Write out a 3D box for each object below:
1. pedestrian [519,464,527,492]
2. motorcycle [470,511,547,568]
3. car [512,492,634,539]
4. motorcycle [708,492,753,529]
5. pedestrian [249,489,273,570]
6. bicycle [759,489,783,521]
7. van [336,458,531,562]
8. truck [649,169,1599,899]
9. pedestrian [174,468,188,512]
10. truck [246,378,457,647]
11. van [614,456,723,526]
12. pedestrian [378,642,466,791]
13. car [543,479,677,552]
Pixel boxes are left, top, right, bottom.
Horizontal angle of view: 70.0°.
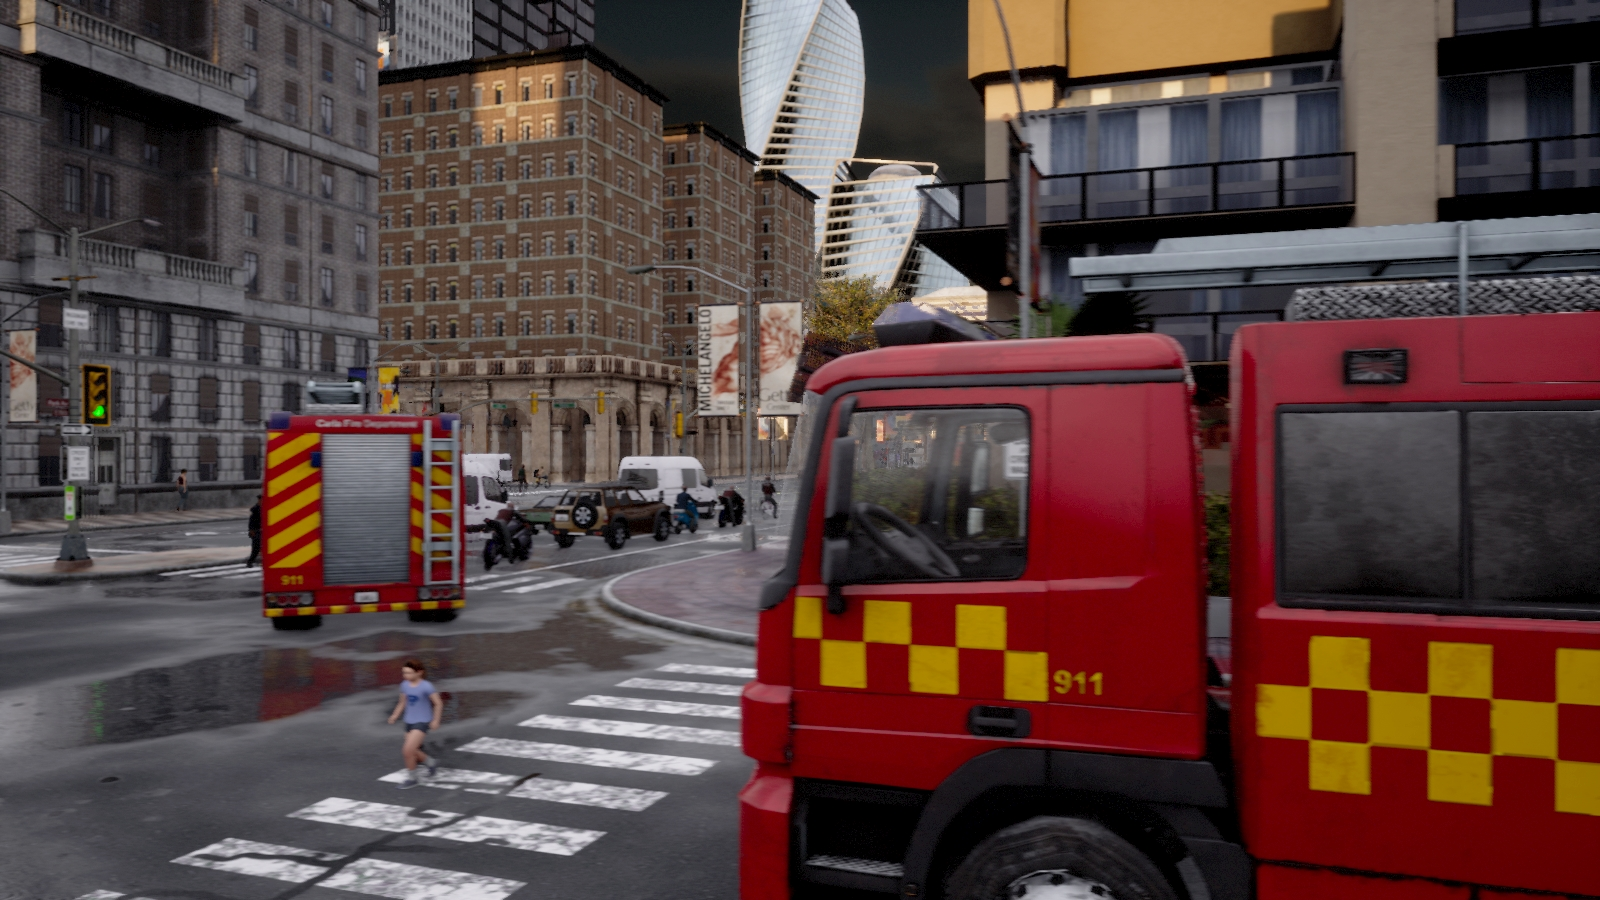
[{"bbox_3d":[-18.248,1.844,75.243,0.375,1.860,0.375,0,0,27],"label":"pedestrian"},{"bbox_3d":[-7.253,2.204,28.545,0.867,1.251,2.209,0,0,16],"label":"motorcycle"},{"bbox_3d":[-7.548,2.153,38.564,1.895,1.301,4.718,0,0,20],"label":"car"},{"bbox_3d":[-2.539,2.204,42.205,0.867,1.251,2.209,0,0,20],"label":"motorcycle"},{"bbox_3d":[-12.570,1.847,26.646,0.375,1.860,0.375,0,0,33],"label":"pedestrian"},{"bbox_3d":[-1.167,2.209,45.995,0.329,1.171,1.835,0,0,19],"label":"bicycle"},{"bbox_3d":[-9.957,1.533,31.690,1.988,2.561,5.915,0,0,19],"label":"van"},{"bbox_3d":[3.750,0.890,5.389,8.468,3.827,2.891,0,0,20],"label":"truck"},{"bbox_3d":[-26.297,1.693,48.538,0.375,1.860,0.375,0,0,19],"label":"pedestrian"},{"bbox_3d":[-8.078,0.889,20.752,2.891,3.827,8.468,0,0,-21],"label":"truck"},{"bbox_3d":[-5.091,1.533,45.162,1.988,2.561,5.915,0,0,18],"label":"van"},{"bbox_3d":[-3.190,2.228,9.646,0.500,1.100,0.500,0,0,33],"label":"pedestrian"},{"bbox_3d":[-5.502,1.862,33.740,1.932,1.855,4.605,0,0,19],"label":"car"}]
